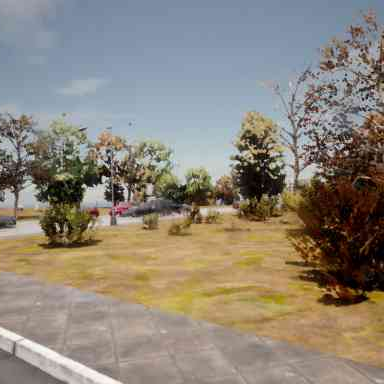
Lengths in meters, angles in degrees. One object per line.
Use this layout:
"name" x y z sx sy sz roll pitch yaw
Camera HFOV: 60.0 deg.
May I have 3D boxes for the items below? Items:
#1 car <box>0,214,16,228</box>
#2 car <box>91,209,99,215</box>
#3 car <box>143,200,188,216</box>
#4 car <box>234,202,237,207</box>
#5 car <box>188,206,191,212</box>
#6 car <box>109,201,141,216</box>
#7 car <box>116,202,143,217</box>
"car" -16.988 2.453 27.684 1.994 1.385 4.181 -3 -2 34
"car" -12.117 2.385 35.172 1.882 1.535 5.008 -3 -2 33
"car" -3.244 2.009 42.383 2.150 2.045 5.566 -3 -2 32
"car" 9.320 2.455 62.300 1.882 1.535 5.008 -3 -3 33
"car" -1.754 2.578 51.596 1.994 1.385 4.181 -3 -2 33
"car" -9.100 2.342 46.542 2.150 2.045 5.566 -3 -2 32
"car" -7.114 2.474 43.101 1.812 1.442 4.674 -3 -2 32
